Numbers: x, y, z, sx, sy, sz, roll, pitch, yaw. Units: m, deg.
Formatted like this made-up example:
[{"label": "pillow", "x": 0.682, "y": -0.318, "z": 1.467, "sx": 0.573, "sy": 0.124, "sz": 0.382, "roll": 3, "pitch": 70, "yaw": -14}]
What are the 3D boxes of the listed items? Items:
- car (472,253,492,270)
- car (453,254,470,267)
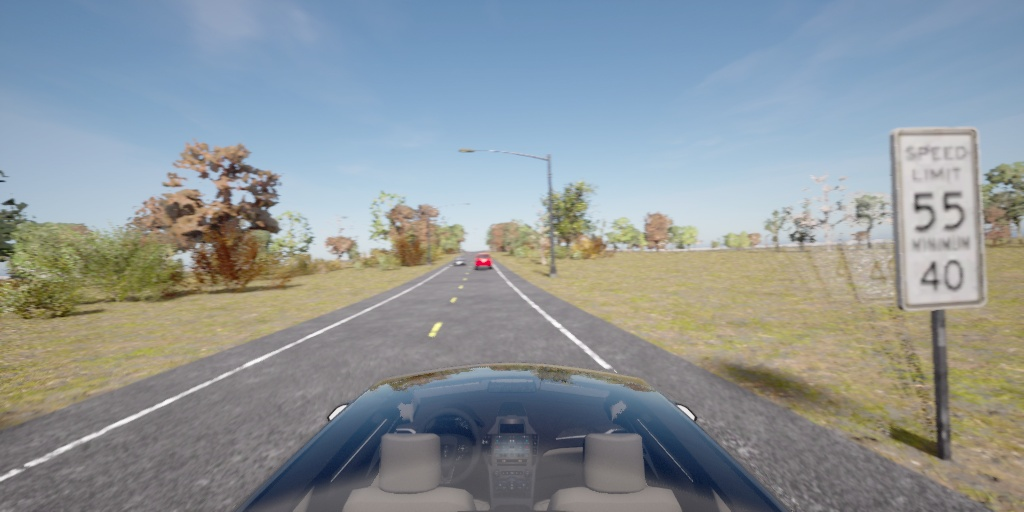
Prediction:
[{"label": "car", "x": -3.757, "y": 0.678, "z": 47.100, "sx": 2.150, "sy": 2.045, "sz": 5.566, "roll": -2, "pitch": 2, "yaw": -5}, {"label": "car", "x": -8.373, "y": 0.853, "z": 57.612, "sx": 2.128, "sy": 1.511, "sz": 4.902, "roll": -2, "pitch": 1, "yaw": -5}]
